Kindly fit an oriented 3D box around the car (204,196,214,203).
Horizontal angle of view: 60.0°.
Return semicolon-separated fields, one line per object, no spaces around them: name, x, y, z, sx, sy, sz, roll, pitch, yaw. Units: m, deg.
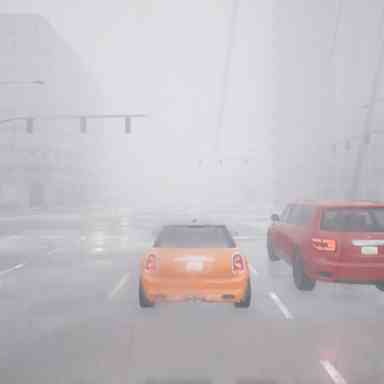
car;3.615;1.497;71.071;1.812;1.442;4.674;0;0;0

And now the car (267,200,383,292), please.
car;3.544;1.218;9.106;2.150;2.045;5.566;0;0;2

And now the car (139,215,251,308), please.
car;0.066;1.349;8.082;2.097;1.767;4.553;0;0;1

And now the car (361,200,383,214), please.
car;20.493;1.550;35.263;4.181;1.385;1.994;0;0;1
